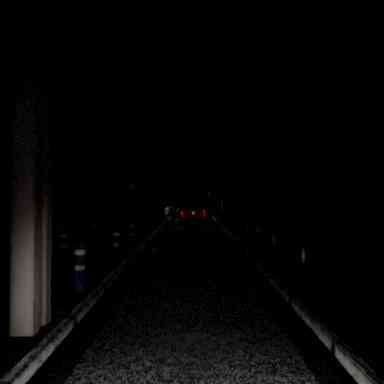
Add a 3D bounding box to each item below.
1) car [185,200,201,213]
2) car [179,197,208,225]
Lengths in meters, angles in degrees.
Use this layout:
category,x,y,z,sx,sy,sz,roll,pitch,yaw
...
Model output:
category,x,y,z,sx,sy,sz,roll,pitch,yaw
car,0.095,1.853,42.964,1.882,1.535,5.008,0,-1,0
car,0.097,1.530,25.655,2.097,1.767,4.553,0,-1,0
